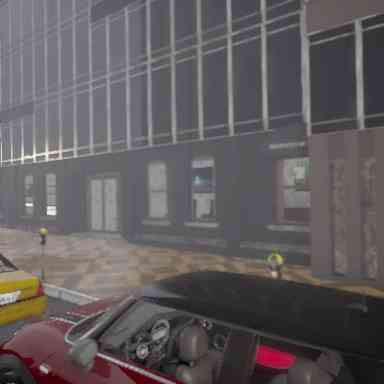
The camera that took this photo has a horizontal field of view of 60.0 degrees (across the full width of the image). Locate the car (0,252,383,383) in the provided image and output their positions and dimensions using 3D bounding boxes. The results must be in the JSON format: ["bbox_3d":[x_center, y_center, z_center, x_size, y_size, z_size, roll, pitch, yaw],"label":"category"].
[{"bbox_3d":[0.024,1.442,2.877,4.097,1.590,1.967,0,-1,36],"label":"car"}]
